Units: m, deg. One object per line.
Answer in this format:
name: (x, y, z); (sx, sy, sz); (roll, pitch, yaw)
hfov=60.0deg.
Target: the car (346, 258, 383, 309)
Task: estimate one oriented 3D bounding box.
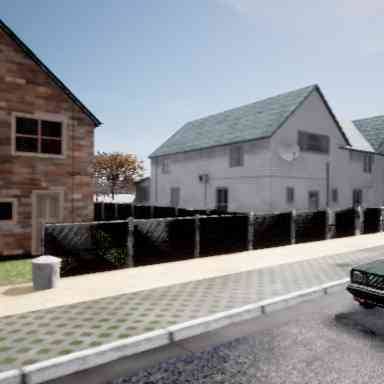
car: (5.175, 1.612, 6.711); (4.718, 1.301, 1.895); (0, 0, -35)
